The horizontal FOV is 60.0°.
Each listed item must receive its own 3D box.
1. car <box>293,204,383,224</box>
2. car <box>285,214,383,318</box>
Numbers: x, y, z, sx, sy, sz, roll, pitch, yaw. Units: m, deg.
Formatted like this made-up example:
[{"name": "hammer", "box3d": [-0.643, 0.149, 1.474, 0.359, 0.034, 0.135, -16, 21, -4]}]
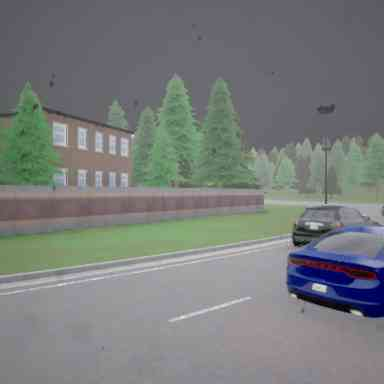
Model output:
[{"name": "car", "box3d": [6.094, 1.351, 13.895, 4.553, 1.767, 2.097, 0, 0, -44]}, {"name": "car", "box3d": [4.065, 1.477, 7.281, 5.008, 1.535, 1.882, 0, 0, -40]}]
